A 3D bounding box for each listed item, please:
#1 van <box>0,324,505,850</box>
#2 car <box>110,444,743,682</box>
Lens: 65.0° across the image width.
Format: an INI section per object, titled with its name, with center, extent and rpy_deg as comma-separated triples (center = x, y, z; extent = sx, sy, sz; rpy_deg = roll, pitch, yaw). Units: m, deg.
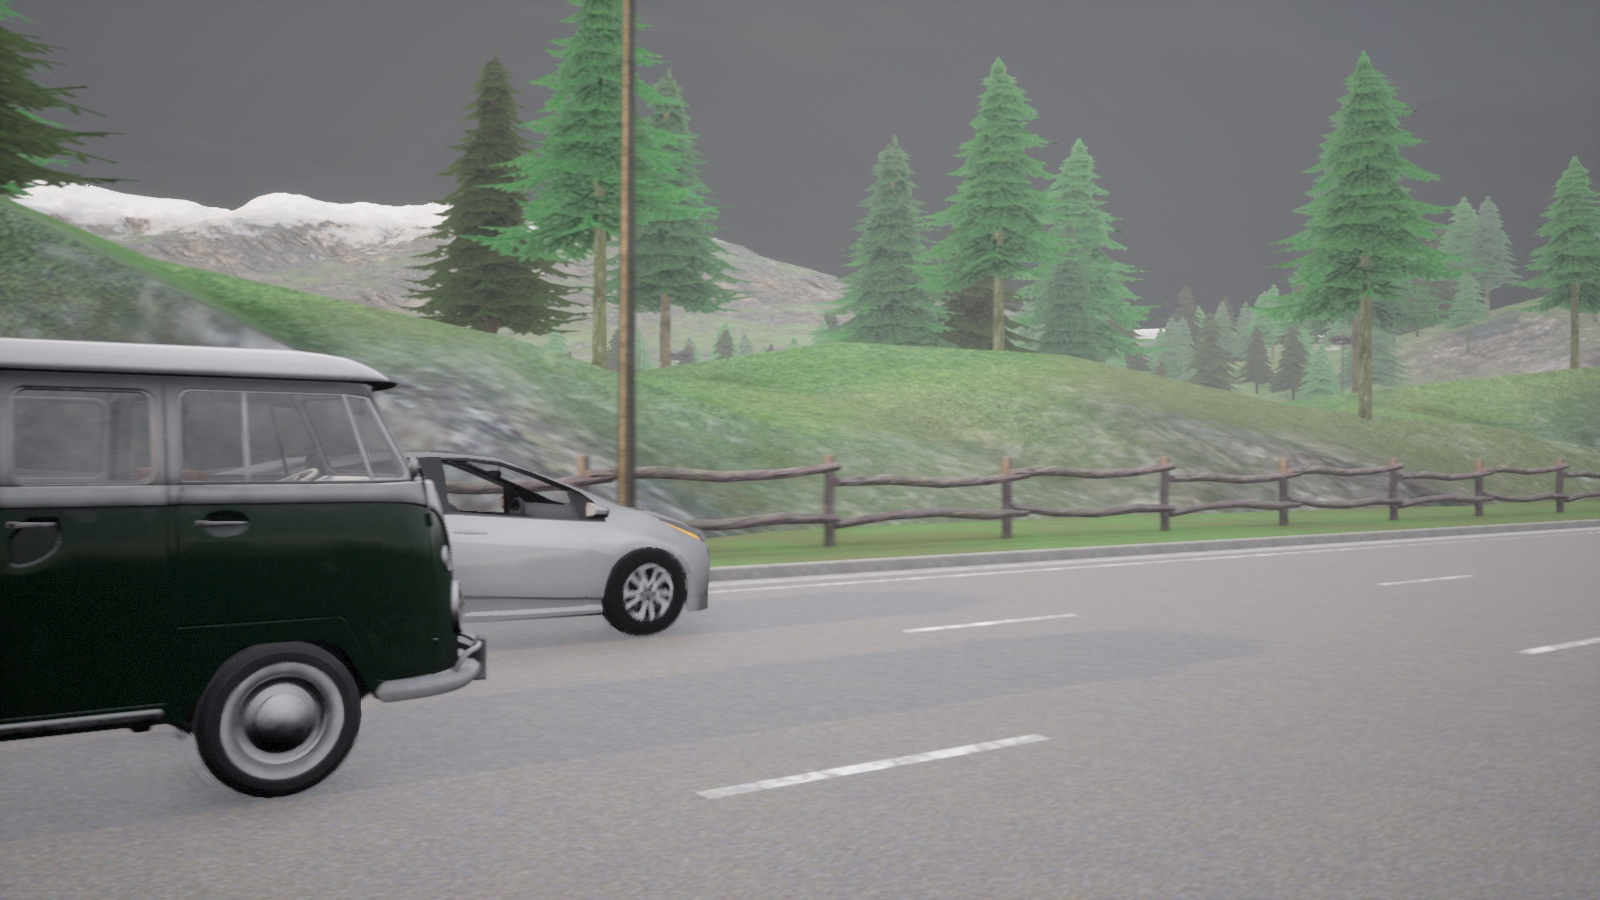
[van]
center = -3.714, 0.519, 5.339
extent = 4.442, 1.987, 1.775
rpy_deg = 0, 0, -35
[car]
center = -2.904, 0.735, 10.166
extent = 4.514, 1.525, 2.007
rpy_deg = 0, 0, -35
